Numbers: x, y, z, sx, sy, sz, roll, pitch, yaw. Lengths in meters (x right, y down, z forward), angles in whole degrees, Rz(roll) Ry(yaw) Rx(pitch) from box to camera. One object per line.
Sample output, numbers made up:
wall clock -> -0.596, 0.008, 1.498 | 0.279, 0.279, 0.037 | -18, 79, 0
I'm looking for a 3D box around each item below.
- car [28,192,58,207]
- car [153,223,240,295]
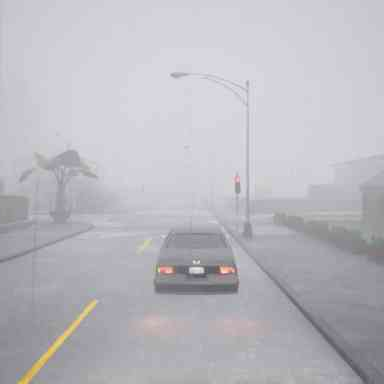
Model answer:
car -> -19.744, 0.976, 43.924 | 1.905, 1.878, 3.866 | 0, 0, 35
car -> 0.100, 1.545, 8.879 | 2.033, 1.411, 5.357 | 0, 0, 0
